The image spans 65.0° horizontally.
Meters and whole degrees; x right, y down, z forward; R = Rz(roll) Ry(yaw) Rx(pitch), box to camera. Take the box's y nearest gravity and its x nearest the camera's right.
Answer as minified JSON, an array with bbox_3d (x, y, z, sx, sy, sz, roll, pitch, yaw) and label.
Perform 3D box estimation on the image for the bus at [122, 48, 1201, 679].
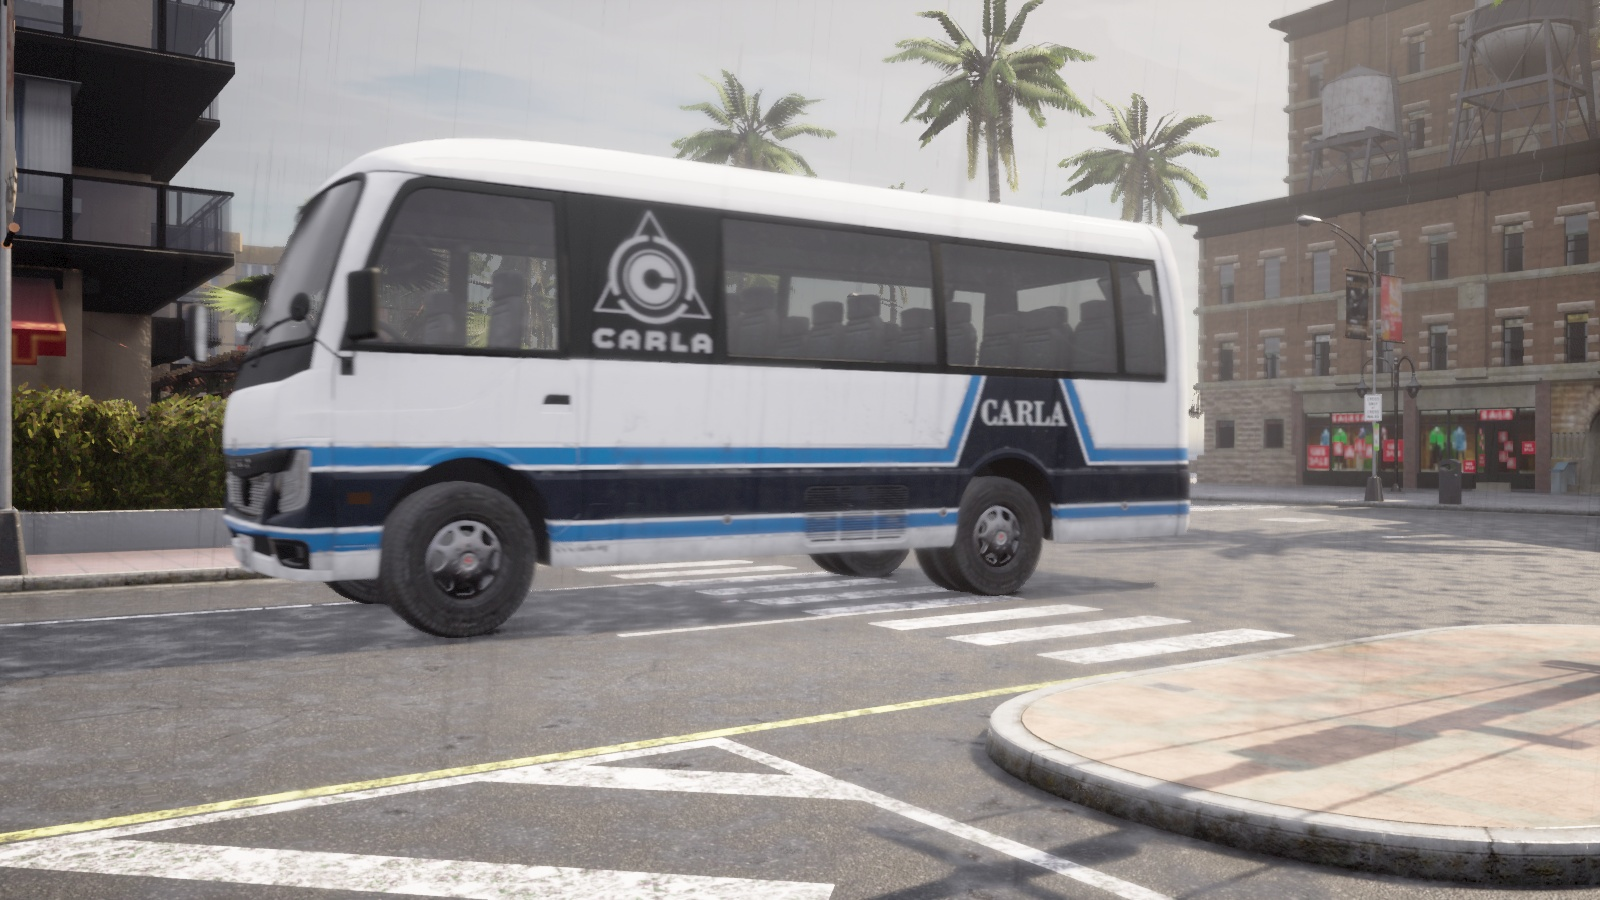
[{"bbox_3d":[-0.961,-0.598,12.867,10.273,4.253,3.944,0,0,-32],"label":"bus"}]
